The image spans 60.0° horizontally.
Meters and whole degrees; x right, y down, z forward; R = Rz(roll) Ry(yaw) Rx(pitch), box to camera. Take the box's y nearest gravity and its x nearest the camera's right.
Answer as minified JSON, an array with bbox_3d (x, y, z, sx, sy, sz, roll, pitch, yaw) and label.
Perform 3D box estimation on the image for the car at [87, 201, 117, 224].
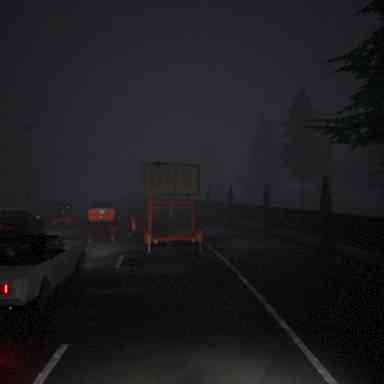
[{"bbox_3d":[-7.047,1.500,26.119,2.097,1.767,4.553,0,0,-14],"label":"car"}]

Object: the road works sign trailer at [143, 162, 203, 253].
[{"bbox_3d":[-0.898,0.543,14.187,2.380,3.560,2.880,0,0,-10],"label":"road works sign trailer"}]

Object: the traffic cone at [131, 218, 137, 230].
[{"bbox_3d":[-3.631,2.072,20.793,0.340,0.580,0.340,0,0,-10],"label":"traffic cone"}]

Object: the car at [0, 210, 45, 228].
[{"bbox_3d":[-8.337,1.569,15.410,1.882,1.535,5.008,0,0,-9],"label":"car"}]

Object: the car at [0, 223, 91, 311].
[{"bbox_3d":[-3.865,1.646,7.721,1.895,1.301,4.718,0,0,-4],"label":"car"}]

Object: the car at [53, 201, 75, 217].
[{"bbox_3d":[-13.149,1.686,34.039,2.128,1.511,4.902,0,0,-19],"label":"car"}]
